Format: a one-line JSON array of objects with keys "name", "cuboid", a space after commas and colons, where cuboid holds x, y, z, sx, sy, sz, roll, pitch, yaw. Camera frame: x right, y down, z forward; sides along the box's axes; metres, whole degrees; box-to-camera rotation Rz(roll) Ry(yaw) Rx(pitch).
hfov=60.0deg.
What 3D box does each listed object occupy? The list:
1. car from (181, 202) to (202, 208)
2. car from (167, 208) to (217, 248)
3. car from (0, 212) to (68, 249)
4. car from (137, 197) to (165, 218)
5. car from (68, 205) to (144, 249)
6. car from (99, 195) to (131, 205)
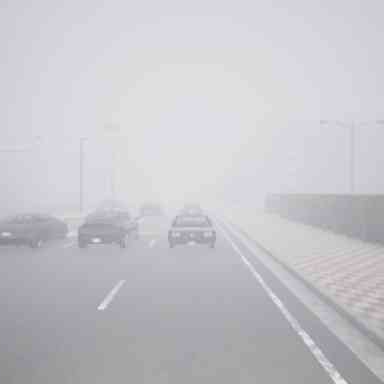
[{"name": "car", "cuboid": [-0.010, 1.571, 29.645, 1.994, 1.385, 4.181, 0, 0, 0]}, {"name": "car", "cuboid": [0.000, 1.614, 14.596, 1.895, 1.301, 4.718, 0, 0, 0]}, {"name": "car", "cuboid": [-7.000, 1.570, 14.566, 1.994, 1.385, 4.181, 0, 0, 0]}, {"name": "car", "cuboid": [-3.510, 1.483, 29.624, 1.882, 1.535, 5.008, 0, 0, 0]}, {"name": "car", "cuboid": [-3.500, 1.514, 14.566, 1.837, 1.490, 4.892, 0, 0, 0]}, {"name": "car", "cuboid": [-7.010, 1.364, 29.572, 2.097, 1.767, 4.553, 0, 0, 0]}]
